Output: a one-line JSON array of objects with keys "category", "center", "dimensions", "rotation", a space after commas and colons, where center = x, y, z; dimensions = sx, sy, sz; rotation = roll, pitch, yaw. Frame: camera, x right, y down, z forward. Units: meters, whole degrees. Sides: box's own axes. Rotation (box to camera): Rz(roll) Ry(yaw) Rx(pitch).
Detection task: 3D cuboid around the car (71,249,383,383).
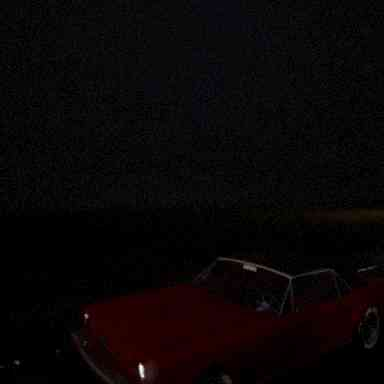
[{"category": "car", "center": [0.903, 1.591, 4.637], "dimensions": [4.718, 1.301, 1.895], "rotation": [0, 0, -35]}]
